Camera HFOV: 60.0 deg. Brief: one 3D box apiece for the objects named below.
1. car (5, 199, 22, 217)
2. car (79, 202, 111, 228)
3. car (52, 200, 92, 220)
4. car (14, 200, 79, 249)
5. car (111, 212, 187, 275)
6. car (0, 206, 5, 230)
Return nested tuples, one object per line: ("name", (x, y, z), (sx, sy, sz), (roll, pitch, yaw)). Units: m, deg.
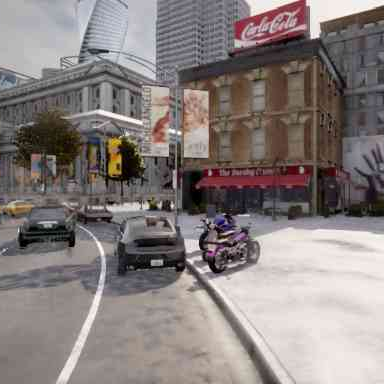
("car", (-16.129, 1.443, 30.883), (1.801, 1.575, 5.366), (0, 0, -41))
("car", (-7.348, 1.590, 24.614), (1.895, 1.301, 4.718), (0, 0, -28))
("car", (-10.641, 1.512, 29.304), (2.002, 1.452, 4.674), (0, 0, -38))
("car", (-6.360, 1.347, 14.988), (2.097, 1.767, 4.553), (0, 0, -20))
("car", (-1.487, 1.504, 10.572), (1.837, 1.490, 4.892), (0, 0, -15))
("car", (-12.783, 1.494, 20.467), (1.837, 1.490, 4.892), (1, 0, -29))
